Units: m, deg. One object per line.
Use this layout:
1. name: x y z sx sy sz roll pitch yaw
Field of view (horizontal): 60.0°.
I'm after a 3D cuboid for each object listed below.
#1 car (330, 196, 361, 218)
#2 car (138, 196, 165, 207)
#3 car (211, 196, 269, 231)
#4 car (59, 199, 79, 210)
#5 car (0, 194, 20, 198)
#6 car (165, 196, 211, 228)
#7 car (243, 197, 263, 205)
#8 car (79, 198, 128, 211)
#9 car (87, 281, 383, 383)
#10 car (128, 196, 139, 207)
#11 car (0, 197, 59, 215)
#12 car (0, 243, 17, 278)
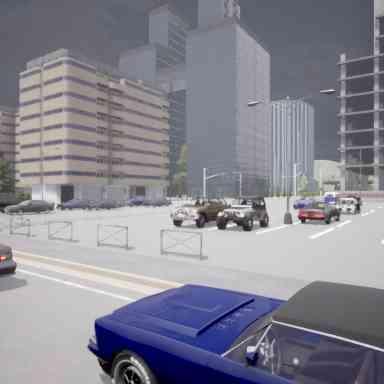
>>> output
1. car: 15.066 1.395 32.211 1.970 1.475 3.806 0 0 34
2. car: -5.162 1.547 50.154 2.033 1.411 5.357 0 0 34
3. car: 3.042 1.156 19.256 1.905 1.878 3.866 0 0 34
4. car: -14.522 1.547 42.513 2.033 1.411 5.357 0 0 34
5. car: -20.232 1.222 34.003 2.150 2.045 5.566 0 0 34
6. car: 0.675 1.153 20.922 1.932 1.855 4.605 0 0 34
7. car: 11.381 1.601 61.926 1.895 1.301 4.718 0 0 35
8. car: -10.954 1.547 41.538 2.033 1.411 5.357 0 0 34
9. car: 1.154 1.601 3.167 4.718 1.301 1.895 0 0 35
10. car: -8.846 1.352 50.909 2.097 1.767 4.553 0 0 35
11. car: -16.284 1.526 33.566 1.812 1.442 4.674 0 0 34
12. car: -6.692 1.547 8.682 5.357 1.411 2.033 0 0 35
